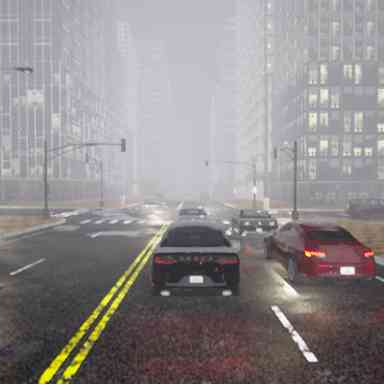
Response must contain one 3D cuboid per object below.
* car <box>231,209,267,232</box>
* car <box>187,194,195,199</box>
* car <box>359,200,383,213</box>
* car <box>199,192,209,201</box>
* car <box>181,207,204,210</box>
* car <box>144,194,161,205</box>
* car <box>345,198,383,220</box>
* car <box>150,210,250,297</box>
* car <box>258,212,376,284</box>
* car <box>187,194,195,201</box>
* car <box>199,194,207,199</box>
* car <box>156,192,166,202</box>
[{"bbox_3d":[3.288,1.574,18.514,1.895,1.301,4.718,0,0,0],"label":"car"},{"bbox_3d":[-0.303,1.185,90.411,2.128,1.511,4.902,0,0,0],"label":"car"},{"bbox_3d":[21.684,1.609,37.563,4.829,1.417,1.752,1,1,1],"label":"car"},{"bbox_3d":[2.982,1.071,80.033,2.150,2.045,5.566,0,0,0],"label":"car"},{"bbox_3d":[0.036,1.521,18.451,2.033,1.411,5.357,0,0,0],"label":"car"},{"bbox_3d":[-6.764,1.472,55.071,1.994,1.385,4.181,0,0,0],"label":"car"},{"bbox_3d":[16.103,1.493,29.258,5.009,1.841,2.192,1,0,1],"label":"car"},{"bbox_3d":[0.067,1.466,8.630,1.882,1.535,5.008,0,0,0],"label":"car"},{"bbox_3d":[3.319,1.513,9.395,1.812,1.442,4.674,0,0,0],"label":"car"},{"bbox_3d":[-0.268,1.323,79.993,1.882,1.535,5.008,0,0,0],"label":"car"},{"bbox_3d":[2.947,1.185,90.421,2.128,1.511,4.902,0,0,0],"label":"car"},{"bbox_3d":[-6.736,1.101,70.273,2.150,2.045,5.566,0,0,0],"label":"car"}]
